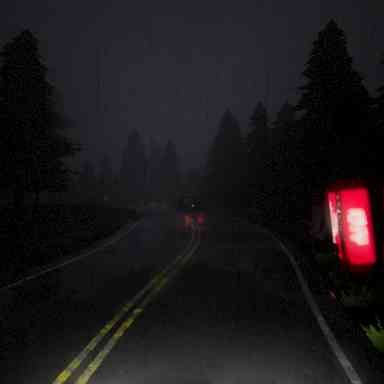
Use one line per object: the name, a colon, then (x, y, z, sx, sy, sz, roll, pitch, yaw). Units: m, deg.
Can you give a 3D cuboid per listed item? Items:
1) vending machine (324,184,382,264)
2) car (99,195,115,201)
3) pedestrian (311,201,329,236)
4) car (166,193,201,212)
vending machine: (4.566, 0.911, 9.550, 1.100, 2.100, 0.880, -5, -4, 9)
car: (-11.715, 1.187, 42.621, 4.674, 1.442, 1.812, -4, -5, 38)
pedestrian: (4.244, 1.139, 10.846, 0.375, 1.860, 0.375, 5, -3, 8)
car: (-0.798, 0.813, 28.299, 2.128, 1.511, 4.902, 2, 0, -21)
